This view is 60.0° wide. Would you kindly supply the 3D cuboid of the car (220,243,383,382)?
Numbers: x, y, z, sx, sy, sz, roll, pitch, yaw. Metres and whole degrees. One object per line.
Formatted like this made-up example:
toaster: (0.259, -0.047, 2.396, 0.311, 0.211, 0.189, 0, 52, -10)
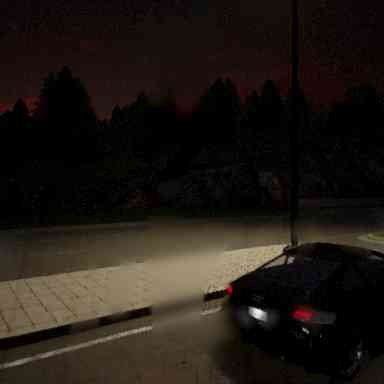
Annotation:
car: (2.491, 1.569, 5.523, 4.181, 1.385, 1.994, 0, 0, -35)
